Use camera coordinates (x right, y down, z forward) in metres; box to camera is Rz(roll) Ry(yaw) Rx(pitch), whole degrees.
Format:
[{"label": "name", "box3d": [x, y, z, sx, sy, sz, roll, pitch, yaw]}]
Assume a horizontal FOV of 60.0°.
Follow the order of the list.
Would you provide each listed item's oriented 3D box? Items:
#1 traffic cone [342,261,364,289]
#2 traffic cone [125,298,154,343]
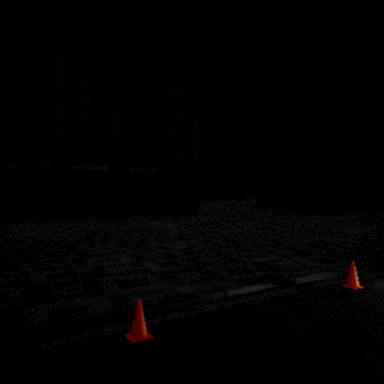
[{"label": "traffic cone", "box3d": [3.726, 1.896, 7.694, 0.340, 0.580, 0.340, 0, 1, -27]}, {"label": "traffic cone", "box3d": [-0.808, 1.922, 5.087, 0.340, 0.580, 0.340, 0, 0, -32]}]
